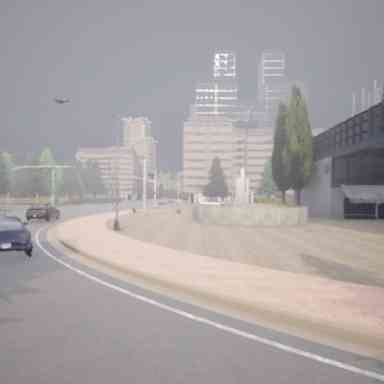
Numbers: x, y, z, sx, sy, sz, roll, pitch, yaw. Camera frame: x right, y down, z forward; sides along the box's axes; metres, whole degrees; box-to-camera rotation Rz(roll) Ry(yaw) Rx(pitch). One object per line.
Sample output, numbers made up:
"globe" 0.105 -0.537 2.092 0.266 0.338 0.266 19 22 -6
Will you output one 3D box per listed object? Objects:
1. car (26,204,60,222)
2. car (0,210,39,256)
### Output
"car" -13.259 1.818 29.823 2.128 1.511 4.902 1 -1 -7
"car" -7.502 1.658 13.131 1.812 1.442 4.674 1 -1 -33
